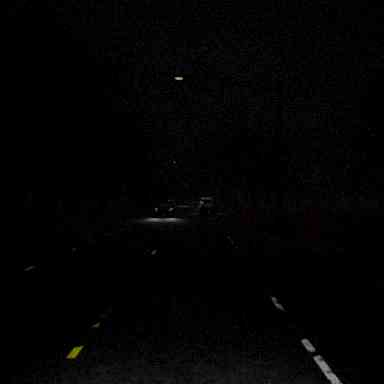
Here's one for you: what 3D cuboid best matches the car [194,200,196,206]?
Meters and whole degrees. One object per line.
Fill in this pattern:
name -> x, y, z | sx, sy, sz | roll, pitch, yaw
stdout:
car -> 1.450, 2.359, 72.319 | 1.994, 1.385, 4.181 | 0, -1, 1

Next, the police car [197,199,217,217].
police car -> 1.790, 1.928, 38.132 | 1.930, 1.638, 5.238 | 0, 0, 1

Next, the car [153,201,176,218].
car -> -2.892, 1.821, 36.027 | 2.097, 1.767, 4.553 | 0, -1, 1

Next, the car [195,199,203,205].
car -> 1.793, 2.562, 87.742 | 1.994, 1.385, 4.181 | 0, -1, 1

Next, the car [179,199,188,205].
car -> -1.888, 2.408, 77.069 | 1.994, 1.385, 4.181 | 0, -1, 1

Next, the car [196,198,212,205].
car -> 2.040, 1.817, 48.060 | 2.150, 2.045, 5.566 | 1, -1, 1
